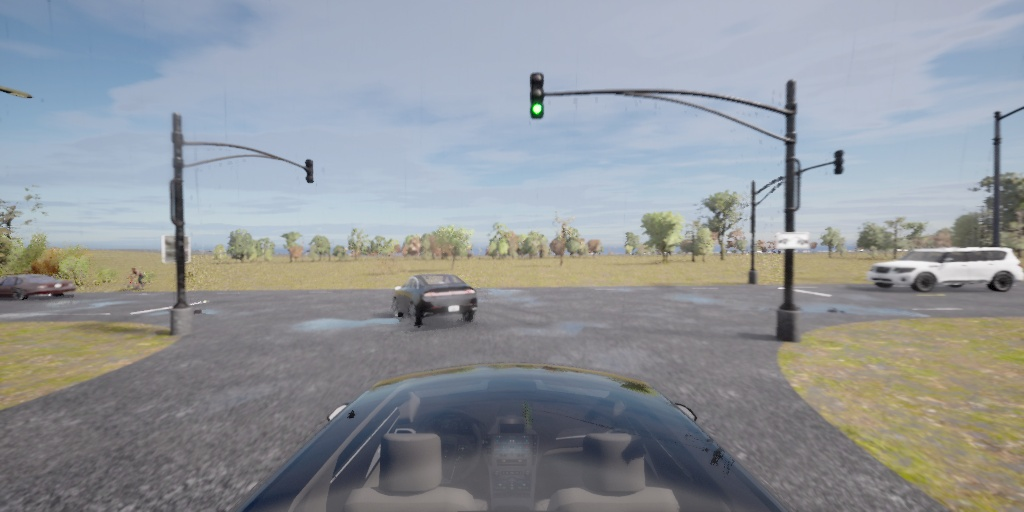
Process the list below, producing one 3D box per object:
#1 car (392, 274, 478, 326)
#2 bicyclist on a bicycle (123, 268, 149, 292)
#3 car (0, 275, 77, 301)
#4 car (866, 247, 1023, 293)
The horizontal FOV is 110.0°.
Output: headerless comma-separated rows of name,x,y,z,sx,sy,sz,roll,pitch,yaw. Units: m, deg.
car,-2.739,1.358,12.031,2.128,1.511,4.902,-2,-2,-28
bicyclist on a bicycle,-26.109,1.625,24.907,0.582,1.620,1.656,-1,0,4
car,-29.132,1.833,21.218,5.357,1.411,2.033,-1,1,4
car,20.881,0.622,17.459,5.566,2.045,2.150,-1,1,4
